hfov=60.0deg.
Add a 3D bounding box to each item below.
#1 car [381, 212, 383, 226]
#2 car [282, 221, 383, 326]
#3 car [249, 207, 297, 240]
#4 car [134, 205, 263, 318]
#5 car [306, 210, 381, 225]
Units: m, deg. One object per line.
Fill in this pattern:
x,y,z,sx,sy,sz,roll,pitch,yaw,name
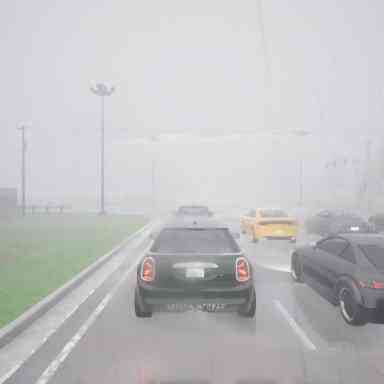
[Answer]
10.583,1.490,16.408,2.128,1.511,4.902,0,0,0,car
3.563,1.563,7.062,1.994,1.385,4.181,0,0,0,car
3.583,1.477,16.030,1.882,1.535,5.008,0,0,0,car
0.062,1.351,7.593,2.097,1.767,4.553,0,0,0,car
7.082,1.563,16.463,1.994,1.385,4.181,0,0,0,car
